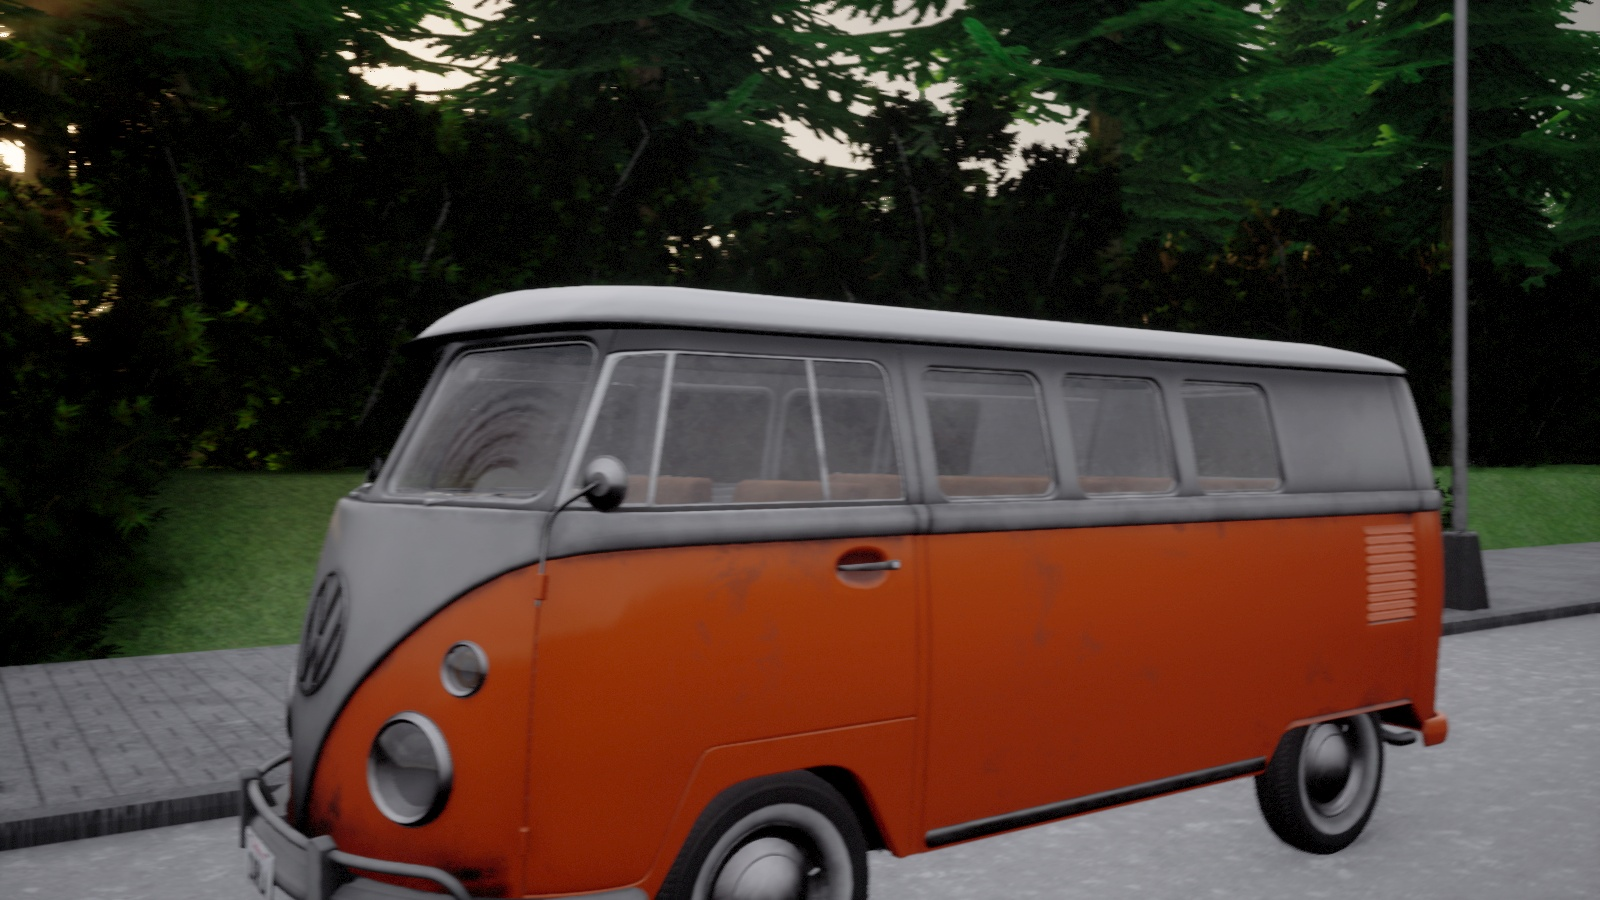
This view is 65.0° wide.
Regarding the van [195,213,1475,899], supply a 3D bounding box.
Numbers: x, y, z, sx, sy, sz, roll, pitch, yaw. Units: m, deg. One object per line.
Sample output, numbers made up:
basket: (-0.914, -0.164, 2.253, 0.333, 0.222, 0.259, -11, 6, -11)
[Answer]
van: (0.401, 0.514, 4.547, 4.442, 1.987, 1.775, 0, 0, -35)
